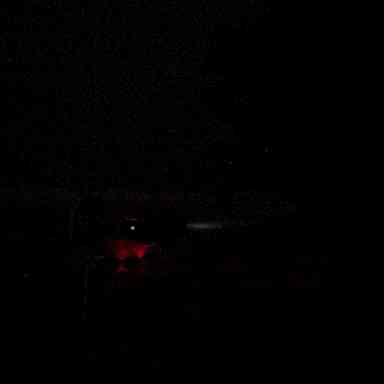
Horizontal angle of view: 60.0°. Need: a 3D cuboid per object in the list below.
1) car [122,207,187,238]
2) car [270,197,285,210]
[{"bbox_3d":[-1.973,1.650,19.141,2.128,1.511,4.902,3,1,26],"label":"car"},{"bbox_3d":[15.181,1.988,58.746,2.150,2.045,5.566,3,0,21],"label":"car"}]
